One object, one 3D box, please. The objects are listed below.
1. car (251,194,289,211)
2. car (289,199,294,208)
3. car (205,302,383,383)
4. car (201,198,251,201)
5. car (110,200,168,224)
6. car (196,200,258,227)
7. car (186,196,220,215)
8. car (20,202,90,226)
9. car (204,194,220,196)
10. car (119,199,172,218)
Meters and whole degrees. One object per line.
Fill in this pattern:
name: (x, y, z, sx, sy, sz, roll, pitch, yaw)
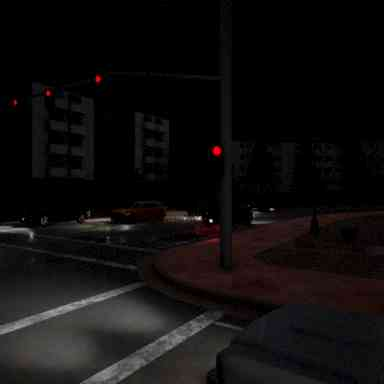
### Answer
car: (8.823, 1.219, 40.417, 5.566, 2.045, 2.150, 0, 0, -37)
car: (12.125, 1.478, 46.834, 5.008, 1.535, 1.882, 0, 0, -30)
car: (2.438, 1.601, 2.294, 4.718, 1.301, 1.895, 0, 0, 37)
car: (3.086, 1.526, 29.349, 1.812, 1.442, 4.674, 0, 0, 37)
car: (-4.001, 1.478, 25.490, 1.882, 1.535, 5.008, 0, 0, 34)
car: (2.494, 1.505, 22.457, 1.837, 1.490, 4.892, 0, 0, 33)
car: (1.476, 1.478, 33.058, 1.882, 1.535, 5.008, 0, 0, 39)
car: (-9.542, 1.505, 23.514, 1.837, 1.490, 4.892, 0, 0, 35)
car: (2.382, 1.222, 39.448, 5.566, 2.045, 2.150, 0, 0, -45)
car: (-4.262, 1.492, 31.244, 2.128, 1.511, 4.902, 0, 0, 35)
